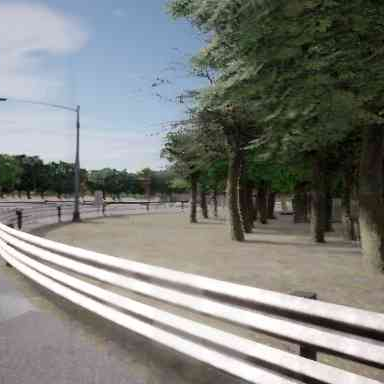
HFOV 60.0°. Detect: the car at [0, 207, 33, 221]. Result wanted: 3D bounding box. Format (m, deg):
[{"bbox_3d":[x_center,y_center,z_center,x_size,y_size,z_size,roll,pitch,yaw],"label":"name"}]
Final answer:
[{"bbox_3d":[-15.646,1.999,29.090,1.895,1.301,4.718,1,-1,-3],"label":"car"}]
